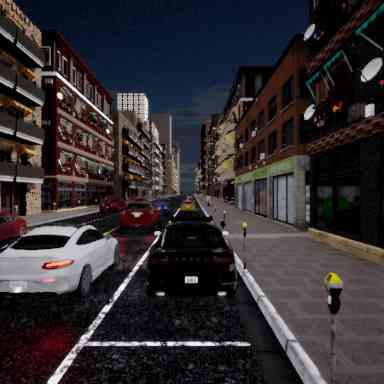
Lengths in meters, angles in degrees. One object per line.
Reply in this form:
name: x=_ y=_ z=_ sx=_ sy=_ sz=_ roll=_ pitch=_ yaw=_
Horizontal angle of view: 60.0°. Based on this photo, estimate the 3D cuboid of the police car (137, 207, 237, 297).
police car: x=-0.011 y=1.425 z=8.759 sx=1.930 sy=1.638 sz=5.238 roll=0 pitch=0 yaw=0

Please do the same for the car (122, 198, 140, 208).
car: x=-8.834 y=1.543 z=48.430 sx=1.887 sy=1.381 sz=4.507 roll=0 pitch=0 yaw=0

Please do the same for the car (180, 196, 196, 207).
car: x=-0.454 y=1.525 z=37.323 sx=1.752 sy=1.417 sz=4.829 roll=0 pitch=0 yaw=0

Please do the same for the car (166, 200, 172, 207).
car: x=-3.104 y=1.547 z=34.174 sx=2.033 sy=1.411 sz=5.357 roll=0 pitch=0 yaw=1

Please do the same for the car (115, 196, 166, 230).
car: x=-3.090 y=1.352 z=20.949 sx=2.097 sy=1.767 sz=4.553 roll=0 pitch=0 yaw=0

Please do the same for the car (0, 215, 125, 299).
car: x=-3.144 y=1.526 z=8.346 sx=1.812 sy=1.442 sz=4.674 roll=0 pitch=0 yaw=0

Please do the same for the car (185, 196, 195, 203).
car: x=-0.453 y=1.545 z=70.970 sx=2.008 sy=1.369 sz=4.403 roll=0 pitch=0 yaw=0

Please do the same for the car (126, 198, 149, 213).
car: x=-6.223 y=1.477 z=38.695 sx=1.882 sy=1.535 sz=5.008 roll=0 pitch=0 yaw=0

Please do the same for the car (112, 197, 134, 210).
car: x=-8.834 y=1.439 z=42.793 sx=1.967 sy=1.590 sz=4.097 roll=0 pitch=0 yaw=0

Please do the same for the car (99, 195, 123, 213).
car: x=-8.833 y=1.314 z=37.157 sx=2.192 sy=1.841 sz=5.009 roll=0 pitch=0 yaw=0

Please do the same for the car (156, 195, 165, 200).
car: x=-8.834 y=1.539 z=93.519 sx=2.008 sy=1.369 sz=4.403 roll=0 pitch=0 yaw=0

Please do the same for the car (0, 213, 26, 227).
car: x=-8.835 y=1.583 z=14.612 sx=1.802 sy=1.307 sz=4.206 roll=0 pitch=0 yaw=0

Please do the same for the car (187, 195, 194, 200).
car: x=-0.452 y=1.513 z=93.685 sx=1.752 sy=1.417 sz=4.829 roll=0 pitch=0 yaw=0
